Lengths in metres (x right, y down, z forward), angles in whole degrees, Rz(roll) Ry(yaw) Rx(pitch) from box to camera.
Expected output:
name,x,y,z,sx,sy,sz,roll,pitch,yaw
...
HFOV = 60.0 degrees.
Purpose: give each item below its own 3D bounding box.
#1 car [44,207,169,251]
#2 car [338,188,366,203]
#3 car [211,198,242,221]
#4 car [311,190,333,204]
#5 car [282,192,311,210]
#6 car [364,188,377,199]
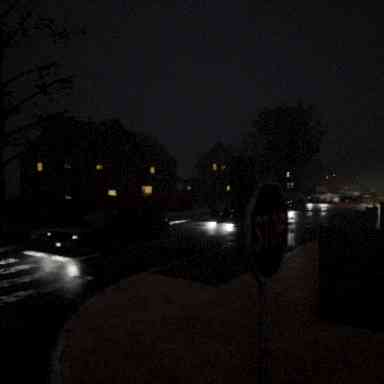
name,x,y,z,sx,sy,sz,roll,pitch,yaw
car,-3.117,1.337,13.546,2.033,1.411,5.357,0,2,33
car,18.686,0.578,39.051,1.895,1.301,4.718,0,2,36
car,2.986,1.090,22.191,1.994,1.385,4.181,0,2,36
car,15.113,0.538,39.047,1.812,1.442,4.674,0,2,36
car,9.070,0.771,30.680,1.837,1.490,4.892,0,2,36
car,26.311,0.162,49.687,1.837,1.490,4.892,0,2,35
